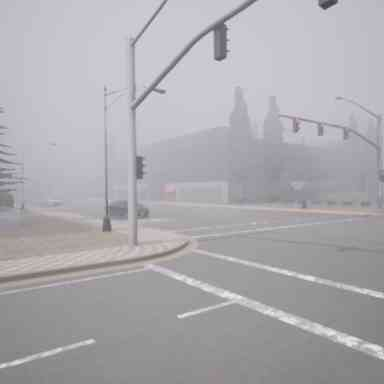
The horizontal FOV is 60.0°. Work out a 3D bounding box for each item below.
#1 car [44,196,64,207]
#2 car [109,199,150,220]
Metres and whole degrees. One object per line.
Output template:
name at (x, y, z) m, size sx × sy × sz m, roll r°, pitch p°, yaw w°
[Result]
car at (-19.657, 1.322, 47.208) m, size 1.812 × 1.442 × 4.674 m, roll -1°, pitch 1°, yaw -36°
car at (-5.141, 1.366, 26.906) m, size 1.837 × 1.490 × 4.892 m, roll -1°, pitch 1°, yaw -36°
